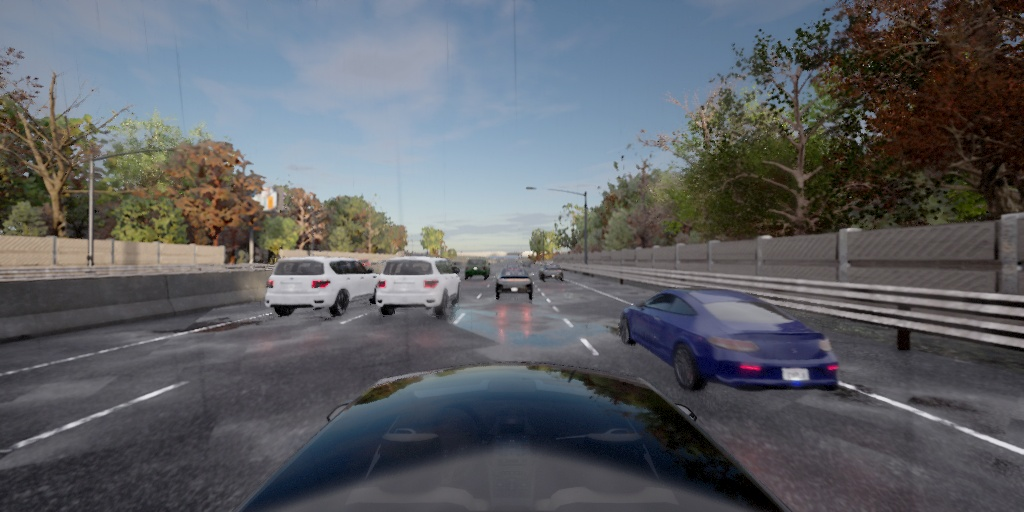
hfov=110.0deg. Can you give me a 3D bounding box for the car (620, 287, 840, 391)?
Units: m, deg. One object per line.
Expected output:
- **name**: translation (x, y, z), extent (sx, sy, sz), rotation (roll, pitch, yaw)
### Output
- **car**: translation (3.500, 1.315, 6.728), extent (1.812, 1.442, 4.674), rotation (0, 0, 0)

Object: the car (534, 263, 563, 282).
- **car**: translation (3.495, 1.502, 32.704), extent (2.128, 1.511, 4.902), rotation (0, 0, 0)

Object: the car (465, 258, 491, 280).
- **car**: translation (-3.405, 1.263, 36.079), extent (2.150, 2.045, 5.566), rotation (0, 0, 0)

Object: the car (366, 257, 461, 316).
- **car**: translation (-3.404, 1.073, 14.005), extent (2.150, 2.045, 5.566), rotation (0, 0, 0)

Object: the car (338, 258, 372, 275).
- **car**: translation (-21.091, 1.371, 48.450), extent (2.150, 2.045, 5.566), rotation (0, -1, 0)

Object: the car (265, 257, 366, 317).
- **car**: translation (-6.902, 1.072, 13.896), extent (2.150, 2.045, 5.566), rotation (0, 0, 0)

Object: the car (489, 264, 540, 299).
- **car**: translation (0.102, 1.386, 19.301), extent (2.128, 1.511, 4.902), rotation (0, -1, 0)

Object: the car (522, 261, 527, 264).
- **car**: translation (0.097, 1.539, 37.070), extent (2.128, 1.511, 4.902), rotation (0, -1, 0)

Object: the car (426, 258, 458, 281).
- **car**: translation (-6.908, 1.262, 35.948), extent (2.150, 2.045, 5.566), rotation (0, 0, 0)
